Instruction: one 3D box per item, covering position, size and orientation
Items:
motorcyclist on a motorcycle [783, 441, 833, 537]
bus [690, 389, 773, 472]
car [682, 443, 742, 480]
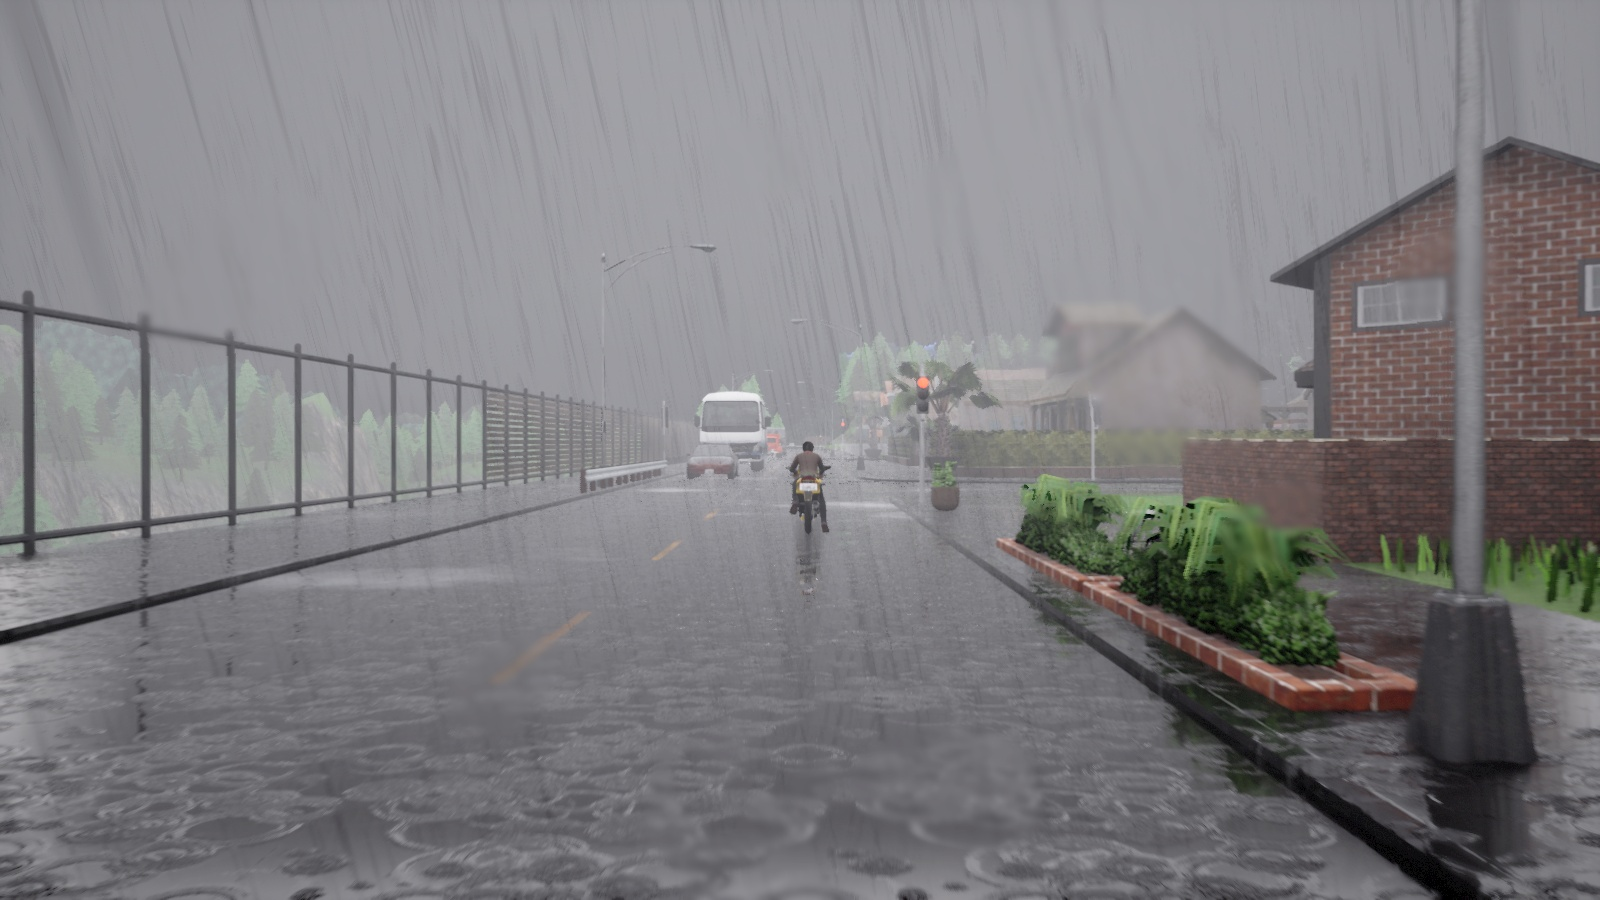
[{"bbox_3d":[0.135,0.610,21.009,0.797,1.523,2.044,0,0,0],"label":"motorcyclist on a motorcycle"},{"bbox_3d":[-3.585,-1.022,69.109,3.944,4.253,10.273,0,0,0],"label":"bus"},{"bbox_3d":[-3.681,0.442,53.391,2.163,1.488,4.792,0,0,0],"label":"car"}]
